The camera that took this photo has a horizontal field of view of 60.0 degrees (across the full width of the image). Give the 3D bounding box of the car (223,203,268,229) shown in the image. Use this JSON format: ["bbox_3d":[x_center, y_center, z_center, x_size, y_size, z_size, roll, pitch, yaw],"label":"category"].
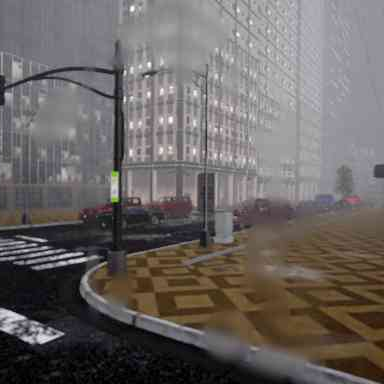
[{"bbox_3d":[3.154,1.671,22.087,1.802,1.307,4.206,1,0,35],"label":"car"}]

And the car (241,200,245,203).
[{"bbox_3d":[7.581,1.506,37.926,1.882,1.535,5.008,1,1,35],"label":"car"}]

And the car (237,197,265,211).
[{"bbox_3d":[7.590,1.436,42.342,1.967,1.590,4.097,1,0,35],"label":"car"}]

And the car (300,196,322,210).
[{"bbox_3d":[15.176,1.646,43.655,1.994,1.385,4.181,1,1,35],"label":"car"}]

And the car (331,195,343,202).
[{"bbox_3d":[36.073,1.576,82.516,1.752,1.417,4.829,1,0,35],"label":"car"}]

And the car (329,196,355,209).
[{"bbox_3d":[21.292,1.658,47.168,1.812,1.442,4.674,1,1,35],"label":"car"}]

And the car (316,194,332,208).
[{"bbox_3d":[20.563,1.314,51.366,2.150,2.045,5.566,1,1,35],"label":"car"}]

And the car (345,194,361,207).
[{"bbox_3d":[25.320,1.369,52.930,2.150,2.045,5.566,1,1,35],"label":"car"}]

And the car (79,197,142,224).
[{"bbox_3d":[-5.567,1.280,23.843,2.192,1.841,5.009,1,0,35],"label":"car"}]

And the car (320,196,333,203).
[{"bbox_3d":[29.765,1.622,73.596,1.802,1.307,4.206,1,0,35],"label":"car"}]

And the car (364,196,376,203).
[{"bbox_3d":[39.402,1.601,73.576,1.967,1.590,4.097,1,0,35],"label":"car"}]

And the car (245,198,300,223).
[{"bbox_3d":[6.644,1.412,27.015,2.192,1.841,5.009,1,0,35],"label":"car"}]

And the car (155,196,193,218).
[{"bbox_3d":[-1.911,1.288,29.013,2.192,1.841,5.009,1,0,35],"label":"car"}]

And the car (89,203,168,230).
[{"bbox_3d":[-3.991,1.602,21.583,1.895,1.301,4.718,1,1,35],"label":"car"}]
